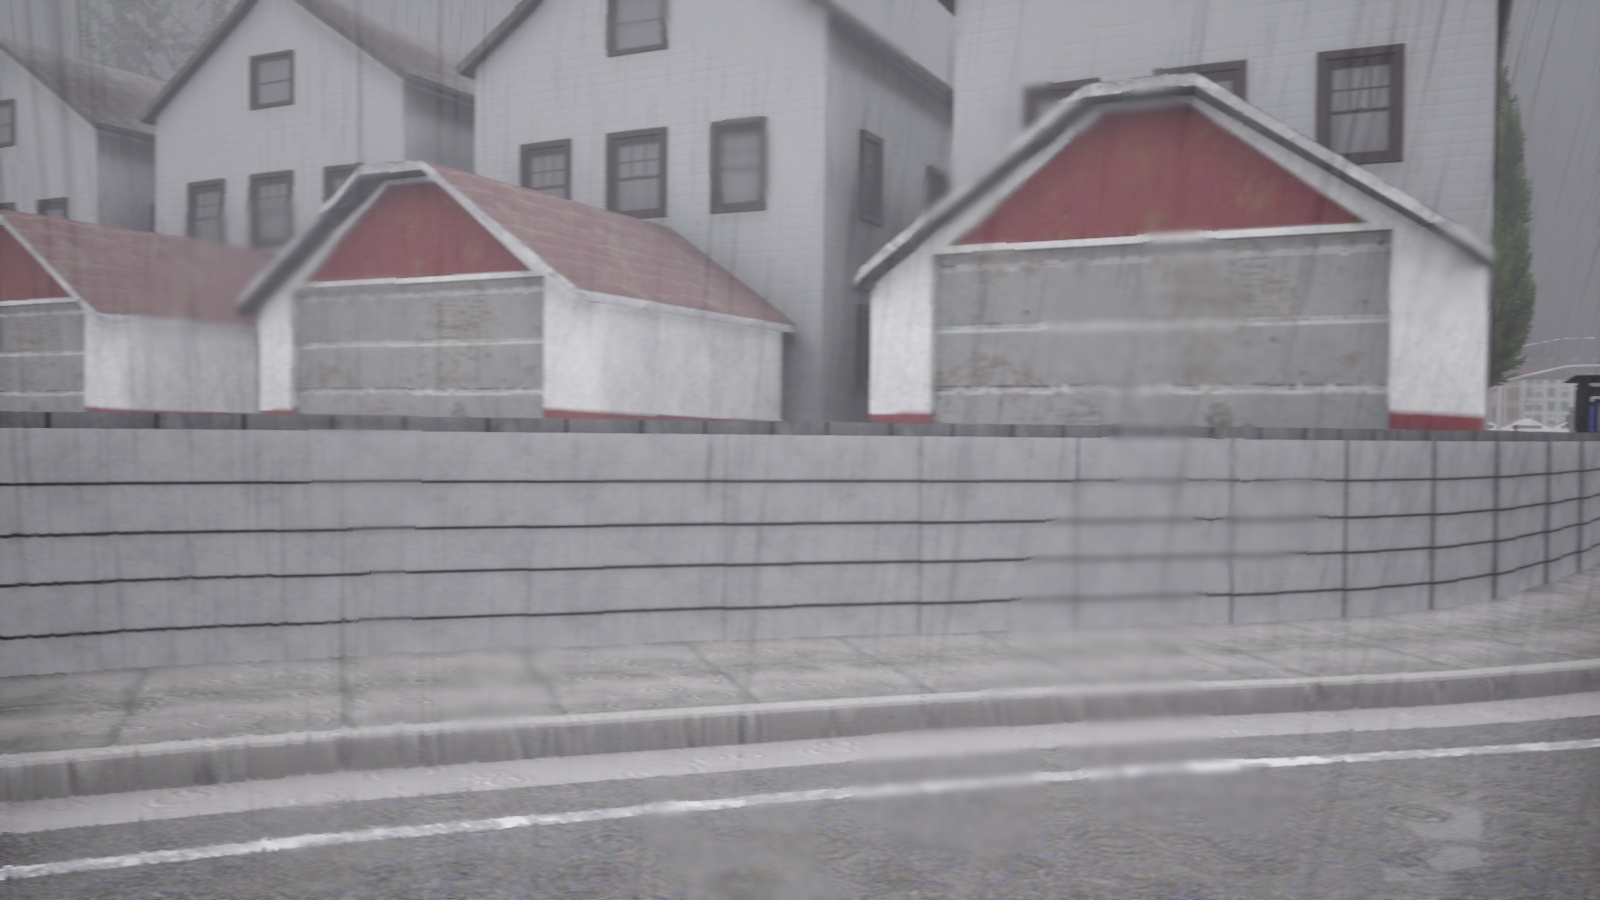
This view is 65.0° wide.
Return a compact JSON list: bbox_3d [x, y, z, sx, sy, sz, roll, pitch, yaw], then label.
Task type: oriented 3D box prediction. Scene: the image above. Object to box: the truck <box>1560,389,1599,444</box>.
[{"bbox_3d":[52.587,-2.205,83.442,2.891,3.462,7.936,0,1,26],"label":"truck"}]
